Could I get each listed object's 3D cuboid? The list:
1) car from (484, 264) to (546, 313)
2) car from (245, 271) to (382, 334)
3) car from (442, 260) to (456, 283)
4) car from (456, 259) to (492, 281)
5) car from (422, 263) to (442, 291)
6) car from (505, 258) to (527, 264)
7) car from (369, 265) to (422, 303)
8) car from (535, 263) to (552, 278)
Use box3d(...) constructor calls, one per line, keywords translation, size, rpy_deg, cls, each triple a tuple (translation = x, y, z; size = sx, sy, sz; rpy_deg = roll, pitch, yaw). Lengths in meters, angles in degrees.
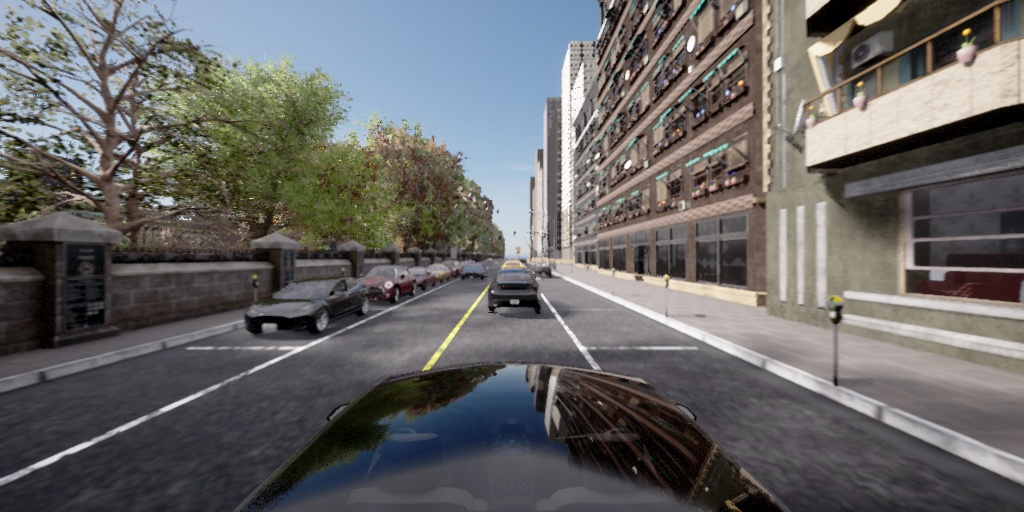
box3d(translation=(0.092, 1.231, 13.938), size=(1.837, 1.490, 4.892), rpy_deg=(0, 0, 0), cls="car")
box3d(translation=(-5.692, 1.299, 10.601), size=(1.948, 1.339, 4.313), rpy_deg=(0, 0, 0), cls="car")
box3d(translation=(-5.694, 1.228, 27.046), size=(1.751, 1.417, 4.829), rpy_deg=(0, 0, 0), cls="car")
box3d(translation=(-3.104, 1.245, 30.162), size=(2.033, 1.411, 5.357), rpy_deg=(0, 0, 0), cls="car")
box3d(translation=(-5.693, 1.294, 21.678), size=(1.802, 1.307, 4.207), rpy_deg=(0, 0, 0), cls="car")
box3d(translation=(0.092, 1.174, 30.784), size=(1.882, 1.535, 5.008), rpy_deg=(0, 0, 0), cls="car")
box3d(translation=(-5.693, 1.162, 16.139), size=(1.967, 1.591, 4.097), rpy_deg=(0, 0, 0), cls="car")
box3d(translation=(2.685, 1.244, 32.759), size=(2.007, 1.370, 4.403), rpy_deg=(0, 0, 0), cls="car")
